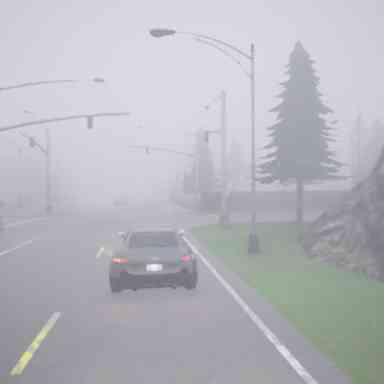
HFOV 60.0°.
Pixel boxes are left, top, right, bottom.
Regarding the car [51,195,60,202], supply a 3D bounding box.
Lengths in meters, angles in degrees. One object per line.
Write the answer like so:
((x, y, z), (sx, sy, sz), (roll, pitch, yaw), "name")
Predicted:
((-26.817, 1.271, 64.329), (1.845, 1.501, 3.633), (0, 0, -8), "car")

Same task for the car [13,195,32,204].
((-28.774, 1.335, 56.576), (1.970, 1.475, 3.806), (0, 0, -8), "car")

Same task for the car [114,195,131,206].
((-10.793, 1.385, 50.600), (2.033, 1.411, 5.357), (0, 0, -8), "car")

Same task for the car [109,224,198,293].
((-1.052, 1.528, 8.886), (1.994, 1.385, 4.181), (0, 0, -8), "car")

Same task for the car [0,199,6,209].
((-23.315, 1.335, 38.532), (2.007, 1.523, 4.514), (0, 0, -8), "car")
